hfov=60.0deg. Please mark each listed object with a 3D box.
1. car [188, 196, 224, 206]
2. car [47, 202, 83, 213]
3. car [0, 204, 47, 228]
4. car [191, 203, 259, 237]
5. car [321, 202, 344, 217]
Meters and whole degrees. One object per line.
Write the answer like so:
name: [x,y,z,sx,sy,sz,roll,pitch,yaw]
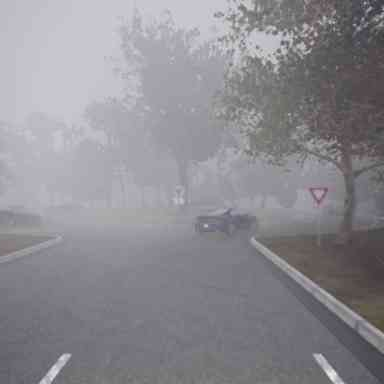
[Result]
car: [2.197,1.564,51.494,5.566,2.045,2.150,0,0,13]
car: [-16.233,1.892,42.289,1.895,1.301,4.718,0,0,26]
car: [-12.653,1.646,24.274,1.882,1.535,5.008,-1,0,-43]
car: [2.114,1.610,19.199,1.882,1.535,5.008,-2,-2,34]
car: [14.494,1.724,33.898,2.128,1.511,4.902,0,0,9]
